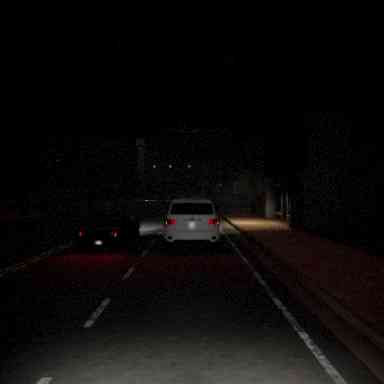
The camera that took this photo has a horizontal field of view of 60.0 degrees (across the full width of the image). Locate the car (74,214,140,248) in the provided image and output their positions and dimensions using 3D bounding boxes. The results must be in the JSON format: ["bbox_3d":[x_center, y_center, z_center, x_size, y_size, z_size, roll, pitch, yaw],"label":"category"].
[{"bbox_3d":[-3.500,1.614,14.680,1.895,1.301,4.718,0,0,0],"label":"car"}]

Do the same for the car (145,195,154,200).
[{"bbox_3d":[-11.618,1.545,91.155,1.994,1.385,4.181,0,0,0],"label":"car"}]

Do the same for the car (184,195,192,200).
[{"bbox_3d":[-1.089,1.440,86.914,1.994,1.385,4.181,0,0,0],"label":"car"}]

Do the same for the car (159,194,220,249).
[{"bbox_3d":[0.000,1.256,14.680,2.150,2.045,5.566,0,0,0],"label":"car"}]

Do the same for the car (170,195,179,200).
[{"bbox_3d":[-4.589,1.441,86.915,1.994,1.385,4.181,0,0,0],"label":"car"}]

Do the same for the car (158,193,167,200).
[{"bbox_3d":[-8.118,1.218,91.149,2.150,2.045,5.566,0,0,0],"label":"car"}]

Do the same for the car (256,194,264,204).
[{"bbox_3d":[13.132,1.151,61.628,1.932,1.855,4.605,0,0,0],"label":"car"}]
